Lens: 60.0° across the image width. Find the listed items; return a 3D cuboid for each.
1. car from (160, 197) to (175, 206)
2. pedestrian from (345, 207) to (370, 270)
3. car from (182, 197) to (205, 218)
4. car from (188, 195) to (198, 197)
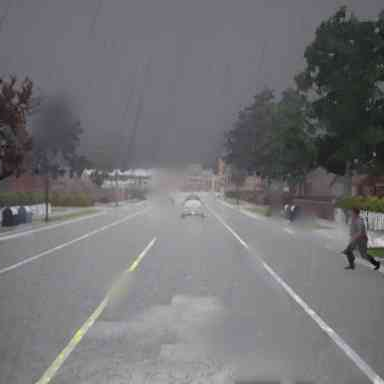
[{"bbox_3d":[-3.542,1.360,49.114,1.994,1.385,4.181,0,0,0],"label":"car"},{"bbox_3d":[4.622,1.268,9.283,0.375,1.860,0.375,0,1,0],"label":"pedestrian"},{"bbox_3d":[0.106,1.443,28.870,1.812,1.442,4.674,0,0,0],"label":"car"},{"bbox_3d":[0.092,1.183,44.652,2.097,1.767,4.553,0,0,1],"label":"car"}]
